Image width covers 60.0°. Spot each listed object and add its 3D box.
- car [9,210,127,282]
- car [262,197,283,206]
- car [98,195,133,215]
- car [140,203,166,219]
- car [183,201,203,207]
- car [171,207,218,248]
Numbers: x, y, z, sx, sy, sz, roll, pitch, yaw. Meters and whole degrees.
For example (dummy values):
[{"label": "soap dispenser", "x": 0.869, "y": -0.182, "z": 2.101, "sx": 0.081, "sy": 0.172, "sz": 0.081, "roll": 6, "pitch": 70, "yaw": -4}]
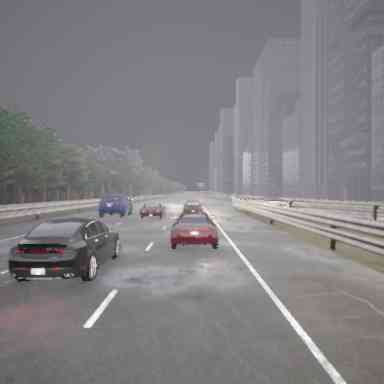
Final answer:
[{"label": "car", "x": -3.399, "y": 1.509, "z": 9.765, "sx": 1.837, "sy": 1.490, "sz": 4.892, "roll": 0, "pitch": 0, "yaw": 0}, {"label": "car", "x": 10.807, "y": 1.446, "z": 46.676, "sx": 2.097, "sy": 1.767, "sz": 4.553, "roll": 0, "pitch": 0, "yaw": -14}, {"label": "car", "x": -6.902, "y": 1.244, "z": 30.467, "sx": 2.150, "sy": 2.045, "sz": 5.566, "roll": 0, "pitch": 0, "yaw": 0}, {"label": "car", "x": -3.406, "y": 1.623, "z": 29.802, "sx": 1.895, "sy": 1.301, "sz": 4.718, "roll": 0, "pitch": 0, "yaw": 0}, {"label": "car", "x": 0.097, "y": 1.551, "z": 32.196, "sx": 1.812, "sy": 1.442, "sz": 4.674, "roll": 0, "pitch": 0, "yaw": 0}, {"label": "car", "x": 0.097, "y": 1.572, "z": 14.963, "sx": 1.994, "sy": 1.385, "sz": 4.181, "roll": 0, "pitch": 0, "yaw": 0}]
